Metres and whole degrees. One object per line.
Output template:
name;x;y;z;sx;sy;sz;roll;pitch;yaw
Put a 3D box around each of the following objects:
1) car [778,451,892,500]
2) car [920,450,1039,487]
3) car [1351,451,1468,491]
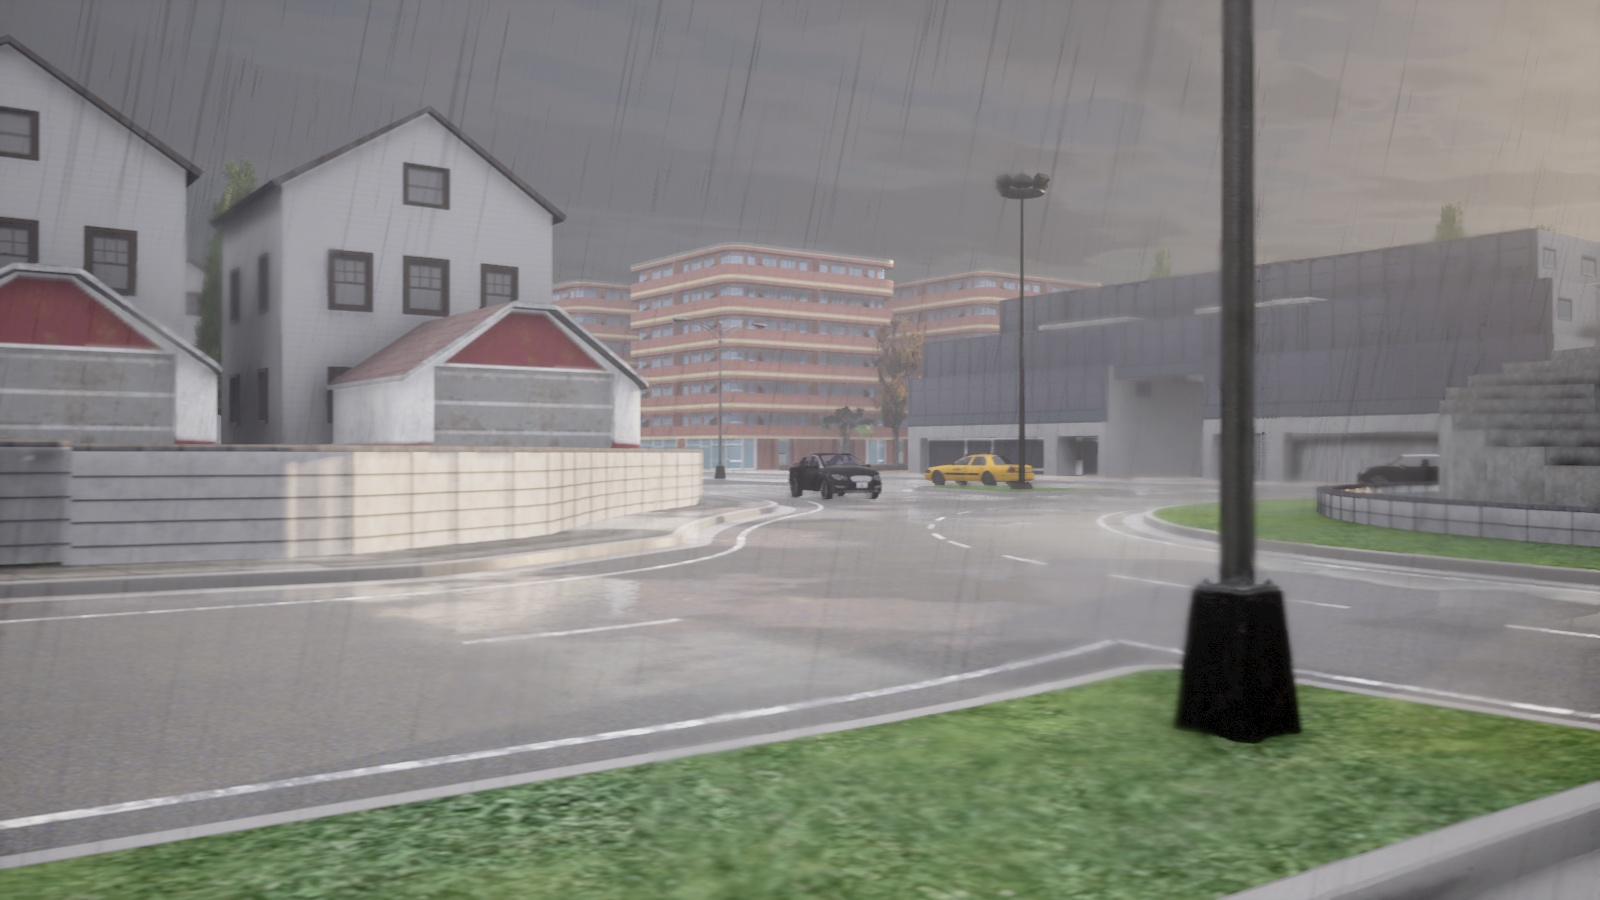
car;1.072;0.802;41.371;2.128;1.511;4.902;0;0;-20
car;7.898;0.807;55.726;1.801;1.575;5.366;0;0;-42
car;22.978;0.782;47.474;3.806;1.475;1.970;0;0;21
